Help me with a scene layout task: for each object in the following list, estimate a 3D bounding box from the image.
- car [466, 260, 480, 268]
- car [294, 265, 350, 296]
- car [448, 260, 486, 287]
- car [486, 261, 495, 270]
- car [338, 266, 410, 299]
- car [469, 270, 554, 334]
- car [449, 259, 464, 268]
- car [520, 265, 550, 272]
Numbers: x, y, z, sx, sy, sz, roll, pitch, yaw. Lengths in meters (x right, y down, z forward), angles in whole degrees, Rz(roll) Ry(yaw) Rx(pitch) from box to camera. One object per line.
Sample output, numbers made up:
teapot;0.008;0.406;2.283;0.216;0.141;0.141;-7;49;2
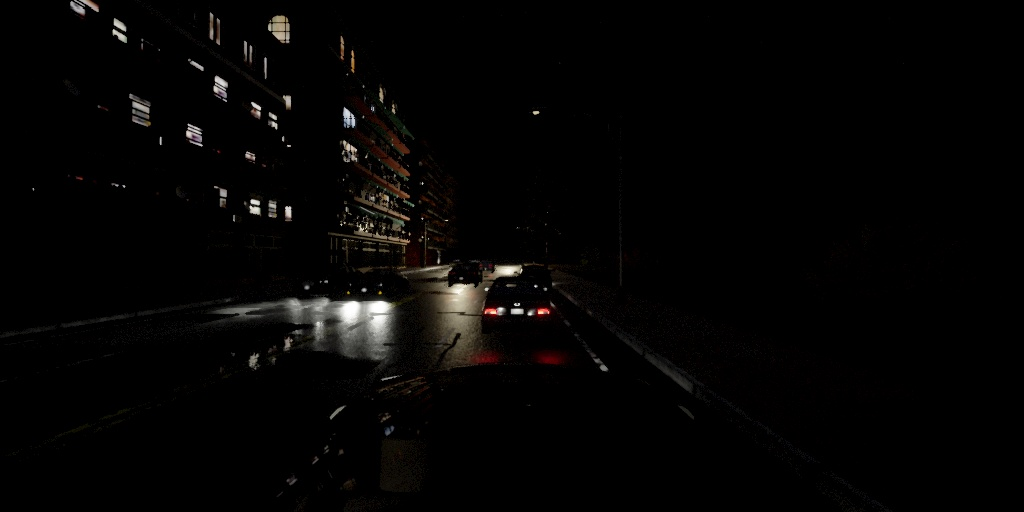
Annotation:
car;-6.452;1.350;59.967;1.895;1.301;4.718;0;0;0
car;-9.812;1.243;19.615;2.128;1.511;4.902;0;0;0
car;-3.102;1.230;24.486;1.882;1.535;5.008;0;0;0
car;-3.059;1.277;44.200;1.812;1.442;4.674;0;0;0
car;-6.565;1.316;17.912;1.994;1.385;4.181;0;0;0
car;0.120;1.299;10.595;2.033;1.411;5.357;0;0;0
car;-9.683;1.314;62.592;1.994;1.385;4.181;0;0;1
car;1.177;1.257;20.283;1.837;1.490;4.892;0;0;0
